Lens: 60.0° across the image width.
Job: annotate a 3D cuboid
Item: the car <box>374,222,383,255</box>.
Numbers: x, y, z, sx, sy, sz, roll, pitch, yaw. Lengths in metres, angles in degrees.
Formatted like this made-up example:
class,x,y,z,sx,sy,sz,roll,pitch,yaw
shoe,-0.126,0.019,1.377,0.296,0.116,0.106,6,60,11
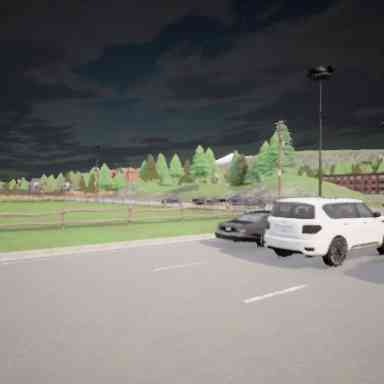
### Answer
class,x,y,z,sx,sy,sz,roll,pitch,yaw
car,7.354,1.535,9.012,5.357,1.411,2.033,0,0,-36

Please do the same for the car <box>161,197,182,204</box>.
class,x,y,z,sx,sy,sz,roll,pitch,yaw
car,-3.750,1.566,60.557,1.895,1.301,4.718,0,0,-36

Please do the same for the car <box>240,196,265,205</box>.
class,x,y,z,sx,sy,sz,roll,pitch,yaw
car,10.645,1.517,58.645,1.994,1.385,4.181,0,0,-36

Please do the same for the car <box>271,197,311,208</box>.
class,x,y,z,sx,sy,sz,roll,pitch,yaw
car,14.172,1.504,47.841,2.033,1.411,5.357,0,0,-36

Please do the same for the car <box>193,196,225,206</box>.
class,x,y,z,sx,sy,sz,roll,pitch,yaw
car,2.398,1.442,52.091,1.882,1.535,5.008,0,0,-36

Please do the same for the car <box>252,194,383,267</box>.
class,x,y,z,sx,sy,sz,roll,pitch,yaw
car,4.926,1.211,11.571,5.566,2.045,2.150,0,0,-36

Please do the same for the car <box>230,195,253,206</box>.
class,x,y,z,sx,sy,sz,roll,pitch,yaw
car,7.654,1.528,44.893,1.994,1.385,4.181,0,0,-36

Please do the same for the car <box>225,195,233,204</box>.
class,x,y,z,sx,sy,sz,roll,pitch,yaw
car,8.151,1.308,56.101,2.097,1.767,4.553,0,0,-36

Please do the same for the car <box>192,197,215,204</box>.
class,x,y,z,sx,sy,sz,roll,pitch,yaw
car,2.191,1.557,64.367,1.895,1.301,4.718,0,0,-36

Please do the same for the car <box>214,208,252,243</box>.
class,x,y,z,sx,sy,sz,roll,pitch,yaw
car,3.496,1.534,14.859,5.357,1.411,2.033,0,0,-36

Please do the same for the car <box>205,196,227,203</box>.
class,x,y,z,sx,sy,sz,roll,pitch,yaw
car,4.783,1.554,66.779,1.895,1.301,4.718,0,0,-36

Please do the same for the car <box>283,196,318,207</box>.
class,x,y,z,sx,sy,sz,roll,pitch,yaw
car,16.444,1.457,50.669,1.837,1.490,4.892,0,0,-36
